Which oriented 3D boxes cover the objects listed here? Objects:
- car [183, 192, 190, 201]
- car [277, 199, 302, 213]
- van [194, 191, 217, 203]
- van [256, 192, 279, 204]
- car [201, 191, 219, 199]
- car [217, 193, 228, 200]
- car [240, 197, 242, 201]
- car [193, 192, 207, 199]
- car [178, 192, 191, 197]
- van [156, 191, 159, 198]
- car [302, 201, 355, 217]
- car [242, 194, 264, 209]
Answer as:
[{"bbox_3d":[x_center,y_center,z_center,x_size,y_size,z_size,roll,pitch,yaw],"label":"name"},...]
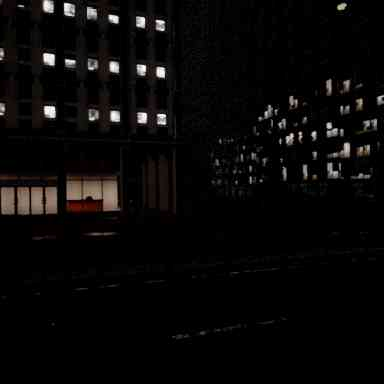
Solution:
[{"bbox_3d":[-1.811,1.055,66.660,2.008,1.369,4.403,0,1,-21],"label":"car"},{"bbox_3d":[10.228,1.398,34.757,1.802,1.307,4.206,0,1,-21],"label":"car"},{"bbox_3d":[2.236,0.951,56.036,1.690,1.788,3.998,0,1,-21],"label":"van"},{"bbox_3d":[12.090,0.869,53.707,1.690,1.788,3.998,0,1,-21],"label":"van"},{"bbox_3d":[3.995,0.632,74.951,2.192,1.841,5.009,0,1,-21],"label":"car"},{"bbox_3d":[6.020,0.952,69.643,1.802,1.307,4.206,0,1,-21],"label":"car"},{"bbox_3d":[10.068,1.058,59.021,1.802,1.307,4.206,0,1,-21],"label":"car"},{"bbox_3d":[1.971,0.704,80.263,1.967,1.590,4.097,0,1,-21],"label":"car"},{"bbox_3d":[-2.076,0.709,90.886,2.008,1.369,4.403,0,1,-21],"label":"car"},{"bbox_3d":[-7.884,0.686,82.591,1.690,1.788,3.998,0,1,-21],"label":"van"},{"bbox_3d":[12.235,1.433,29.437,1.947,1.339,4.313,0,1,-21],"label":"car"},{"bbox_3d":[8.258,1.330,40.088,1.947,1.339,4.313,0,1,-21],"label":"car"}]
